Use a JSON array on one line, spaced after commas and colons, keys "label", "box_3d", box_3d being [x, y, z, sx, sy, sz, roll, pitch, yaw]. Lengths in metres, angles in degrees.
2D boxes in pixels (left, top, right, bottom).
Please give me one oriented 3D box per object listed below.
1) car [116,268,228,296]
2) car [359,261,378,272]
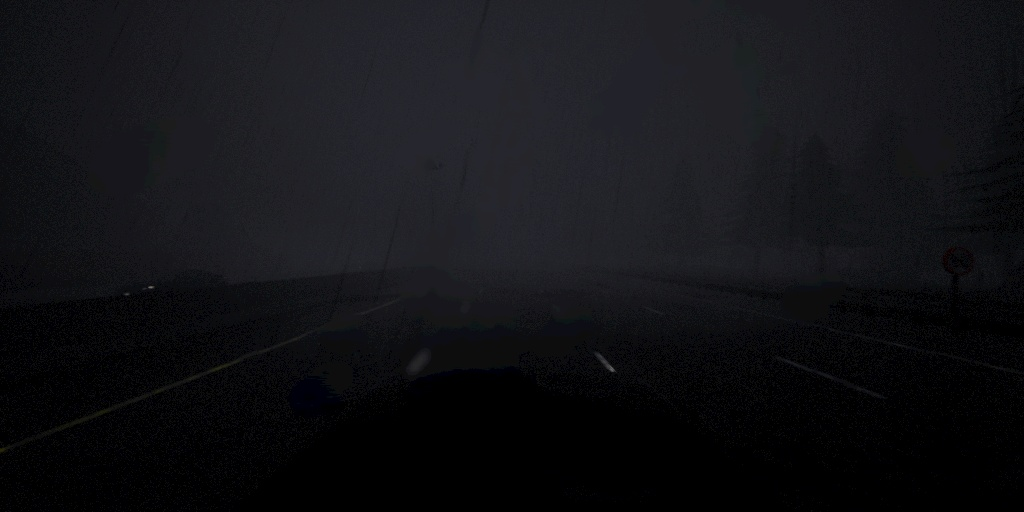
[{"label": "car", "box_3d": [-16.878, 1.373, 18.169, 1.812, 1.442, 4.674, 0, 1, 3]}, {"label": "car", "box_3d": [-19.075, 1.447, 48.376, 1.812, 1.442, 4.674, 0, 1, -18]}]
